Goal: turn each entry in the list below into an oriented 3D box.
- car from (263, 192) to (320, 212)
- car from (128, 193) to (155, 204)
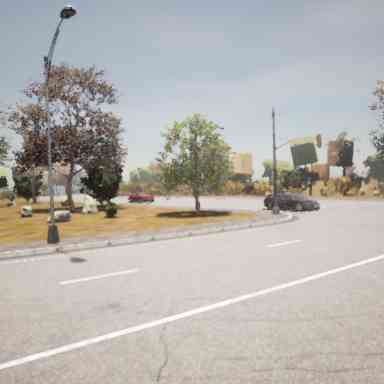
[{"bbox_3d":[8.044,0.821,27.164,1.837,1.490,4.892,-3,4,-36],"label":"car"},{"bbox_3d":[-7.072,0.811,46.420,1.882,1.535,5.008,-3,2,-39],"label":"car"}]
